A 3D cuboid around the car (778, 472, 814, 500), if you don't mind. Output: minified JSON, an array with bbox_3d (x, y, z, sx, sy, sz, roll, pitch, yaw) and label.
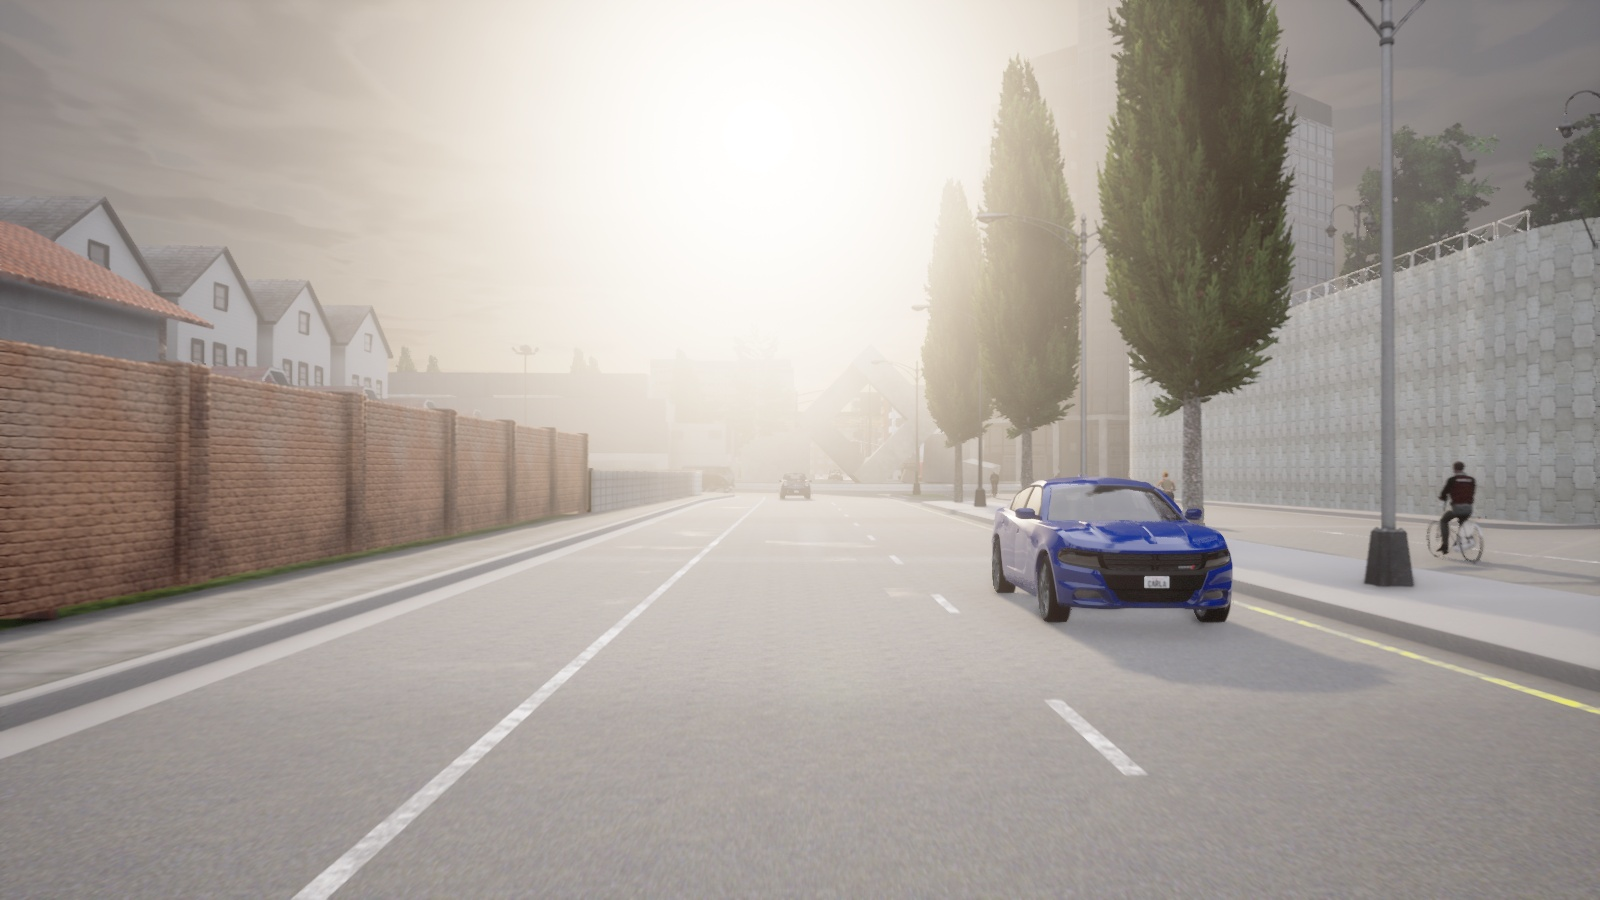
[{"bbox_3d":[-0.250,2.009,70.445,1.845,1.501,3.633,0,-1,-2],"label":"car"}]

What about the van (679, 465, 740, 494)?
[{"bbox_3d":[-6.432,2.082,88.952,4.442,1.987,1.775,-1,-1,43],"label":"van"}]

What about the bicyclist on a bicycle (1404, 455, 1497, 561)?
[{"bbox_3d":[11.441,0.989,22.140,0.659,1.776,1.843,-1,-1,0],"label":"bicyclist on a bicycle"}]

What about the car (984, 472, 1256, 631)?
[{"bbox_3d":[3.464,1.024,14.673,1.882,1.535,5.008,0,-1,0],"label":"car"}]
